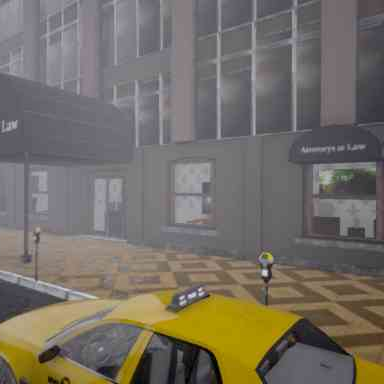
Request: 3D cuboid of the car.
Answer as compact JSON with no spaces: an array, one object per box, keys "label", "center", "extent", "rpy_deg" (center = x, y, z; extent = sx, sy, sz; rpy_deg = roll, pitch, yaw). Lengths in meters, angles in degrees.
[{"label":"car","center":[-0.239,1.525,3.041],"extent":[4.829,1.417,1.752],"rpy_deg":[0,0,36]}]
